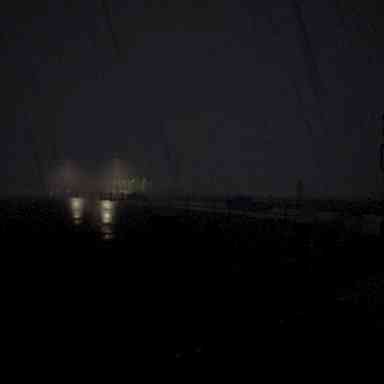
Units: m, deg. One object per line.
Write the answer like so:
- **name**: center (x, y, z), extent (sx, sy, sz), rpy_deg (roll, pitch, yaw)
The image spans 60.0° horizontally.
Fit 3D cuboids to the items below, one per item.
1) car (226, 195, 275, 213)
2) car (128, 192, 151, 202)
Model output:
- **car**: center (5.205, 1.024, 30.194), extent (1.882, 1.535, 5.008), rpy_deg (0, 1, -36)
- **car**: center (-7.648, 0.716, 47.937), extent (1.994, 1.385, 4.181), rpy_deg (0, 1, -36)
